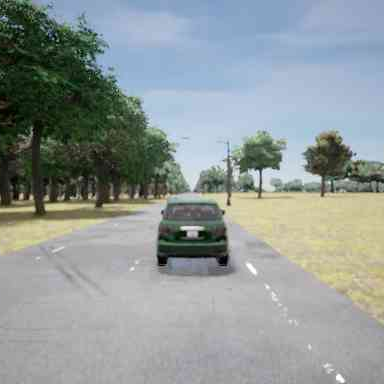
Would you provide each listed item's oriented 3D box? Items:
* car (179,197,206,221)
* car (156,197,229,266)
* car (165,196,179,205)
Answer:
[{"bbox_3d":[0.060,1.360,27.839,2.097,1.767,4.553,0,0,1],"label":"car"},{"bbox_3d":[0.038,1.227,11.742,2.150,2.045,5.566,0,0,1],"label":"car"},{"bbox_3d":[-3.509,1.526,58.437,2.033,1.411,5.357,0,0,1],"label":"car"}]
